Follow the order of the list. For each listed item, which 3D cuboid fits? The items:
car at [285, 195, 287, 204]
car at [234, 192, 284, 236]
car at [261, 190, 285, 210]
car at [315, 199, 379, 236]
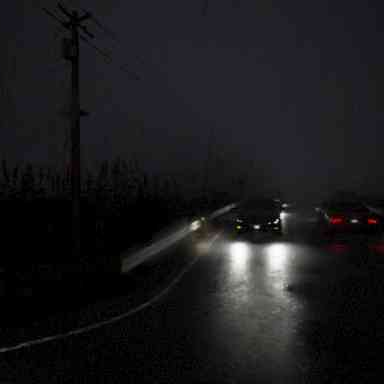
[{"bbox_3d":[10.064,0.694,39.304,1.837,1.490,4.892,0,-2,17],"label":"car"},{"bbox_3d":[3.135,0.994,15.317,1.837,1.490,4.892,0,3,15],"label":"car"},{"bbox_3d":[6.227,0.567,26.592,1.882,1.535,5.008,0,1,16],"label":"car"},{"bbox_3d":[6.689,1.004,14.808,2.033,1.411,5.357,0,3,15],"label":"car"}]
